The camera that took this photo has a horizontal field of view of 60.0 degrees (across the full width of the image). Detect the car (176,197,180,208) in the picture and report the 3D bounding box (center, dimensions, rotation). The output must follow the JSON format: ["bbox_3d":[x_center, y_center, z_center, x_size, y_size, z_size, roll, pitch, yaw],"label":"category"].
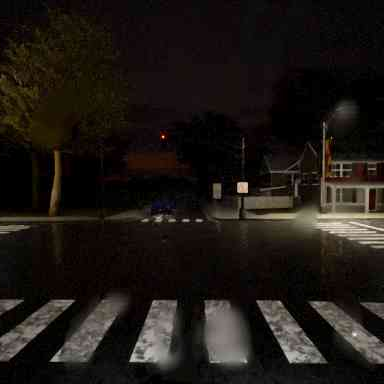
[{"bbox_3d":[-2.933,1.460,44.119,1.837,1.490,4.892,0,0,0],"label":"car"}]

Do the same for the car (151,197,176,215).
[{"bbox_3d":[-2.973,1.447,33.816,1.882,1.535,5.008,0,0,0],"label":"car"}]

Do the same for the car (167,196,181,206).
[{"bbox_3d":[-2.889,1.484,54.747,2.033,1.411,5.357,0,0,0],"label":"car"}]
